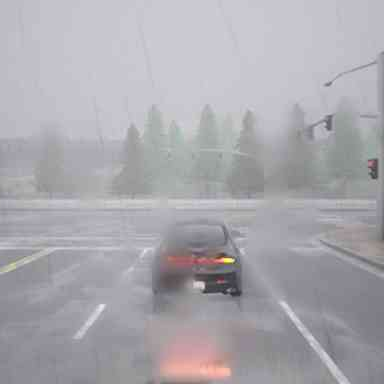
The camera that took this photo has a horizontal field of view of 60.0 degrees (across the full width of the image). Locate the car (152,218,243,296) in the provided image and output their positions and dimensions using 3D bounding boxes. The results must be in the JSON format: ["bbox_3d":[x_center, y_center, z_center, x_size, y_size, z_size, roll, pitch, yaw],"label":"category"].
[{"bbox_3d":[0.174,1.422,8.417,1.837,1.490,4.892,0,1,2],"label":"car"}]
